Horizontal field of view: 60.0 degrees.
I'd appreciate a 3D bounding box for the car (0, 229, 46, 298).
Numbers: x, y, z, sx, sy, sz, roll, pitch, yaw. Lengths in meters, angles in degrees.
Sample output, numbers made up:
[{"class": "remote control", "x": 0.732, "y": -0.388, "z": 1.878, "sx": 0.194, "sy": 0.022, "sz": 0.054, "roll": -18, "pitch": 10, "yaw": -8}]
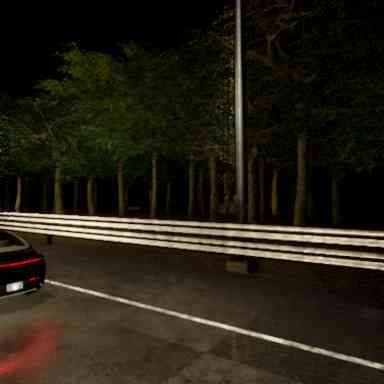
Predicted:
[{"class": "car", "x": -5.395, "y": 1.611, "z": 7.849, "sx": 4.892, "sy": 1.490, "sz": 1.837, "roll": -1, "pitch": 0, "yaw": 36}]
